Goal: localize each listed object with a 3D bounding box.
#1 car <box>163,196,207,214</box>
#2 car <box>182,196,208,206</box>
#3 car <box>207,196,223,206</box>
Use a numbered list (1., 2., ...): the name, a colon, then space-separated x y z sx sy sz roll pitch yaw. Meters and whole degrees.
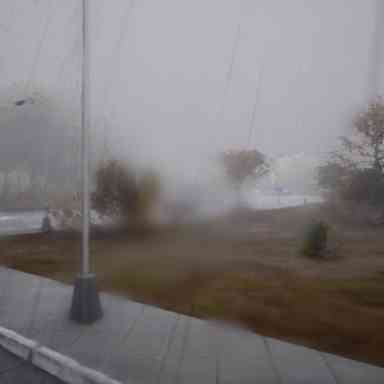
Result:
1. car: -0.882 1.480 34.038 1.837 1.490 4.892 0 0 39
2. car: 0.493 1.386 52.729 1.994 1.385 4.181 0 1 39
3. car: 2.994 1.352 50.252 1.812 1.442 4.674 0 1 39
